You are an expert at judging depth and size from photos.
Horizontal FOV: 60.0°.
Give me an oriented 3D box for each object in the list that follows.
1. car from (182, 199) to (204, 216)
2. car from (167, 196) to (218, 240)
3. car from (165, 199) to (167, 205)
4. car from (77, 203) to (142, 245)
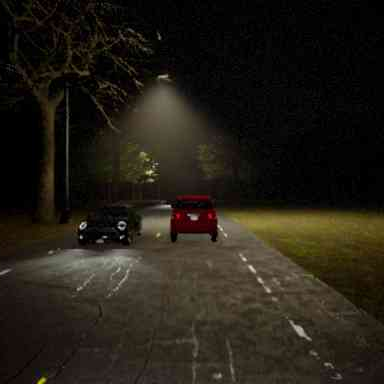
[{"bbox_3d":[0.091,1.469,33.539,2.128,1.511,4.902,0,0,0],"label":"car"},{"bbox_3d":[0.096,1.213,16.940,2.150,2.045,5.566,0,0,0],"label":"car"},{"bbox_3d":[-3.562,1.553,57.869,1.895,1.301,4.718,0,0,1],"label":"car"},{"bbox_3d":[-3.605,1.345,15.296,2.097,1.767,4.553,0,0,0],"label":"car"}]
